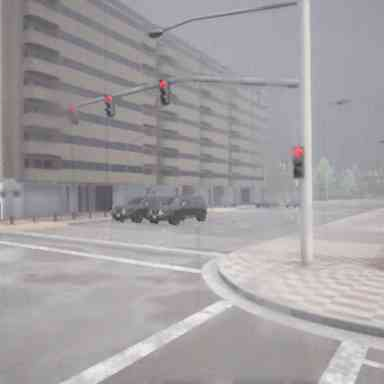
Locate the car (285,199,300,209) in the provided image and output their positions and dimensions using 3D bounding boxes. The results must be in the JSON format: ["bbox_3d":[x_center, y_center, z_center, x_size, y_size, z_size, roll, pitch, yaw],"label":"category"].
[{"bbox_3d":[14.802,1.624,46.624,2.033,1.411,5.357,-1,0,37],"label":"car"}]

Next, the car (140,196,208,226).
[{"bbox_3d":[-0.991,1.336,25.142,2.150,2.045,5.566,-1,0,36],"label":"car"}]

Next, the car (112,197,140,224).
[{"bbox_3d":[-3.904,1.384,27.085,2.150,2.045,5.566,-1,0,36],"label":"car"}]

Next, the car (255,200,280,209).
[{"bbox_3d":[10.662,1.726,46.925,1.895,1.301,4.718,-1,0,37],"label":"car"}]
